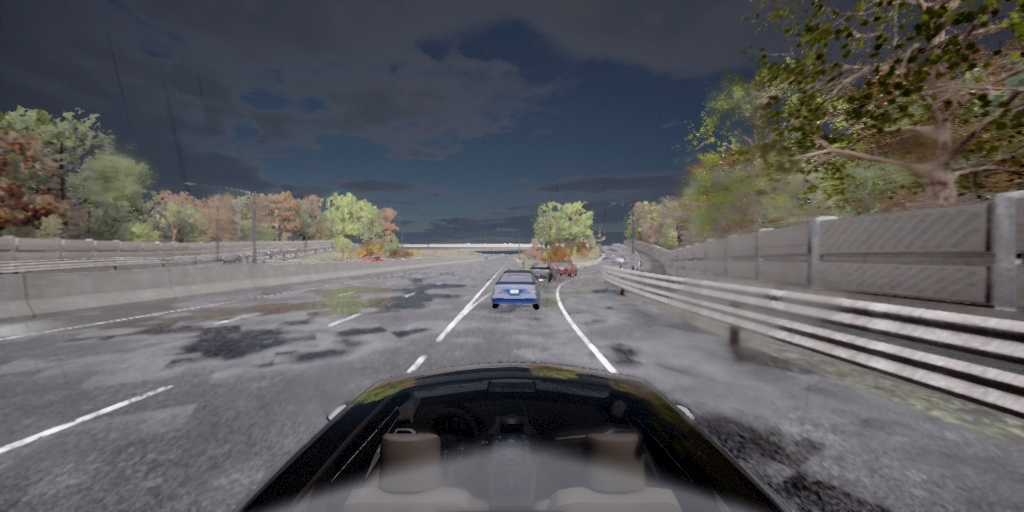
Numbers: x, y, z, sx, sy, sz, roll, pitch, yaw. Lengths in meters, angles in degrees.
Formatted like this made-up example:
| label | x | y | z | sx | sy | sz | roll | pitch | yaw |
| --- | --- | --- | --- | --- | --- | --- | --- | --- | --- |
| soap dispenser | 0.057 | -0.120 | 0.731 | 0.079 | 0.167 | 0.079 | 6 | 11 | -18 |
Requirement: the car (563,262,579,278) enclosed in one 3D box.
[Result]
| label | x | y | z | sx | sy | sz | roll | pitch | yaw |
| --- | --- | --- | --- | --- | --- | --- | --- | --- | --- |
| car | 6.229 | 1.495 | 40.999 | 2.097 | 1.767 | 4.553 | 0 | -1 | 21 |

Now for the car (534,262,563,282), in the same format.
| label | x | y | z | sx | sy | sz | roll | pitch | yaw |
| --- | --- | --- | --- | --- | --- | --- | --- | --- | --- |
| car | 2.638 | 1.307 | 29.617 | 2.128 | 1.511 | 4.902 | 2 | 0 | 14 |

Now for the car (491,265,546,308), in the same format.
| label | x | y | z | sx | sy | sz | roll | pitch | yaw |
| --- | --- | --- | --- | --- | --- | --- | --- | --- | --- |
| car | 0.290 | 1.301 | 15.180 | 2.033 | 1.411 | 5.357 | 0 | 0 | 5 |
